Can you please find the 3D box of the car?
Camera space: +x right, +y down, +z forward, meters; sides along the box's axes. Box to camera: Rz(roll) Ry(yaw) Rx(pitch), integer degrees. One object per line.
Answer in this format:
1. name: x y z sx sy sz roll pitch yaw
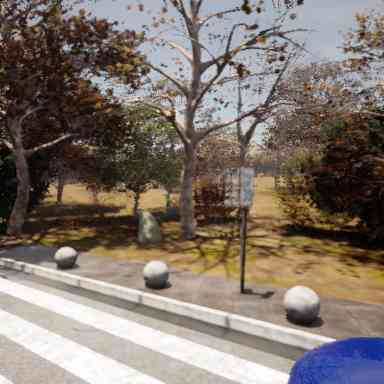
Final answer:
1. car: 2.790 1.533 1.572 4.674 1.442 1.812 0 0 35
